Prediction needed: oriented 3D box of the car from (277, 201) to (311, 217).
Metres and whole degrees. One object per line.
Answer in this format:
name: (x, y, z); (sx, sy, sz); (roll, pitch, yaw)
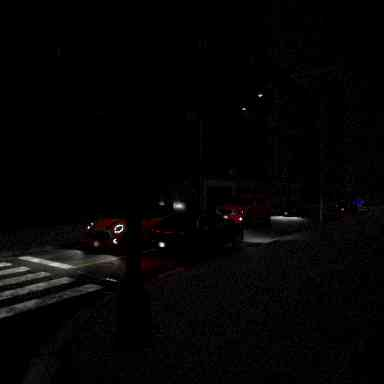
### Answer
car: (9.943, 1.539, 32.008); (2.033, 1.411, 5.357); (0, 0, 35)

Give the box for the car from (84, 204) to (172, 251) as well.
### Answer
car: (-2.309, 1.346, 14.217); (2.097, 1.767, 4.553); (0, 0, 34)

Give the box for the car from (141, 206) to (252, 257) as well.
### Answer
car: (0.370, 1.510, 13.133); (1.837, 1.490, 4.892); (0, 0, 35)

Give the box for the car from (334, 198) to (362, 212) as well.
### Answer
car: (17.831, 1.606, 38.350); (1.895, 1.301, 4.718); (0, 0, 35)

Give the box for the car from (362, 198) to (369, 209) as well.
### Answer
car: (23.574, 1.537, 46.751); (1.812, 1.442, 4.674); (0, 0, 35)

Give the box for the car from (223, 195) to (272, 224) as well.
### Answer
car: (3.664, 1.214, 22.922); (2.150, 2.045, 5.566); (0, 0, 35)
